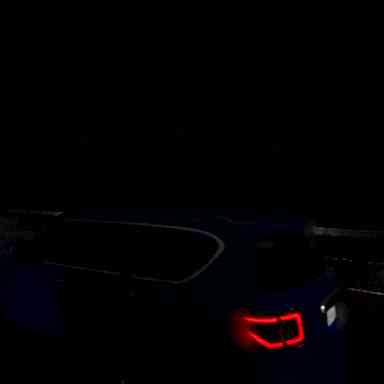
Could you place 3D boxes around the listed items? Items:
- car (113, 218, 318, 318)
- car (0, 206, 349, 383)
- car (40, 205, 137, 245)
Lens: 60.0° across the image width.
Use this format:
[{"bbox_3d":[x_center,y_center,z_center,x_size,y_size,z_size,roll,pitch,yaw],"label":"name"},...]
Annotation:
[{"bbox_3d":[0.382,1.524,8.019,4.674,1.442,1.812,0,0,35],"label":"car"},{"bbox_3d":[-0.893,1.220,4.627,5.566,2.045,2.150,0,0,35],"label":"car"},{"bbox_3d":[-5.181,1.470,16.280,5.008,1.535,1.882,0,0,35],"label":"car"}]
